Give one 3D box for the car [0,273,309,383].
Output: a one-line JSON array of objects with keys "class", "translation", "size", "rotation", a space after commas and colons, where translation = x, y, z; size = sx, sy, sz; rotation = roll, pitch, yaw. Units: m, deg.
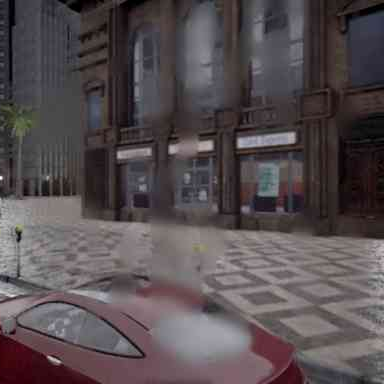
[{"class": "car", "translation": [-0.928, 1.591, 3.627], "size": [4.206, 1.307, 1.802], "rotation": [0, 0, 36]}]
